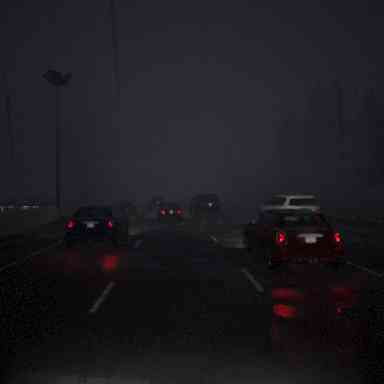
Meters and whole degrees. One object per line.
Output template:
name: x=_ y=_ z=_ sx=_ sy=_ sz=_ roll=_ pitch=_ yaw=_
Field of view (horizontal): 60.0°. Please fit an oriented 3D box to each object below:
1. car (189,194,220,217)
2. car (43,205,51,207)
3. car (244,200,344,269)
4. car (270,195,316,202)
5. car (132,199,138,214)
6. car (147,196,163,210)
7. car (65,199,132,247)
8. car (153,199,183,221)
car: x=1.095 y=1.175 z=30.795 sx=2.150 sy=2.045 sz=5.566 roll=0 pitch=0 yaw=-9
car: x=-20.315 y=1.483 z=47.317 sx=1.812 sy=1.442 sz=4.674 roll=0 pitch=0 yaw=-14
car: x=3.147 y=1.331 z=11.240 sx=2.097 sy=1.767 sz=4.553 roll=0 pitch=0 yaw=-3
car: x=5.910 y=1.183 z=20.713 sx=2.150 sy=2.045 sz=5.566 roll=0 pitch=0 yaw=-6
car: x=-6.706 y=1.449 z=34.905 sx=2.128 sy=1.511 sz=4.902 roll=0 pitch=0 yaw=-10
car: x=-4.489 y=1.297 z=41.742 sx=2.097 sy=1.767 sz=4.553 roll=0 pitch=0 yaw=-12
car: x=-4.146 y=1.335 z=15.182 sx=2.097 sy=1.767 sz=4.553 roll=0 pitch=0 yaw=-4
car: x=-1.850 y=1.510 z=26.803 sx=2.033 sy=1.411 sz=5.357 roll=0 pitch=0 yaw=-8
